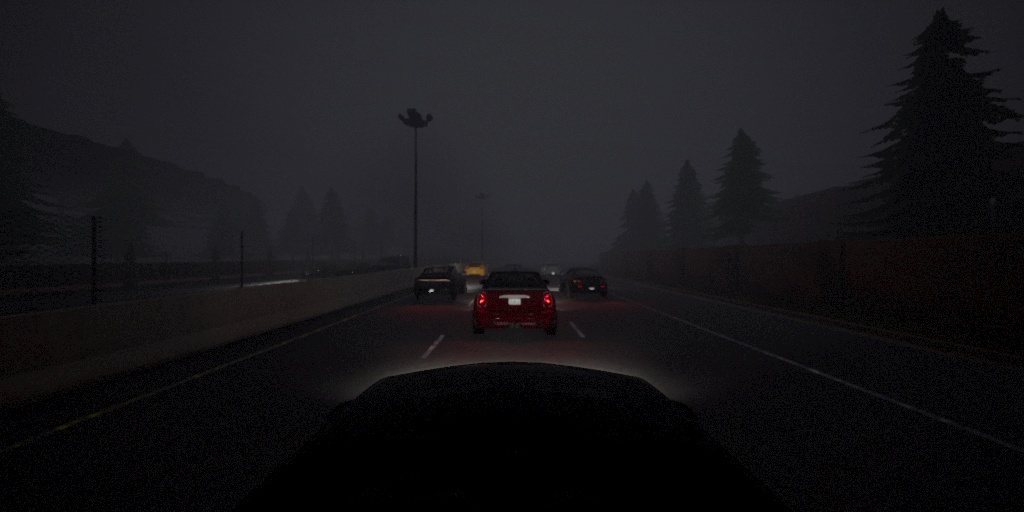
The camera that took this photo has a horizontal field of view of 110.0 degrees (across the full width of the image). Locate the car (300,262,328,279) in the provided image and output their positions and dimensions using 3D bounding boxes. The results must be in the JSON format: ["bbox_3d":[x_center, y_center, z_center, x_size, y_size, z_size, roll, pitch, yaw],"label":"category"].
[{"bbox_3d":[-17.503,1.269,33.146,2.128,1.511,4.902,0,0,1],"label":"car"}]

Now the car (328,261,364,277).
[{"bbox_3d":[-14.024,1.254,32.051,1.882,1.535,5.008,0,0,1],"label":"car"}]

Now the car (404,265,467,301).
[{"bbox_3d":[-3.386,1.255,17.549,2.128,1.511,4.902,0,0,0],"label":"car"}]

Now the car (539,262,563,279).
[{"bbox_3d":[3.637,1.304,33.898,1.812,1.442,4.674,0,0,0],"label":"car"}]

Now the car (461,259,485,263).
[{"bbox_3d":[-3.343,1.256,34.477,1.882,1.535,5.008,0,0,1],"label":"car"}]

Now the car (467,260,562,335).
[{"bbox_3d":[0.081,1.109,10.648,2.097,1.767,4.553,0,0,0],"label":"car"}]

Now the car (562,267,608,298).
[{"bbox_3d":[3.606,1.290,18.513,1.812,1.442,4.674,0,0,0],"label":"car"}]

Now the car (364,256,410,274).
[{"bbox_3d":[-10.552,0.996,31.460,2.150,2.045,5.566,0,0,0],"label":"car"}]
